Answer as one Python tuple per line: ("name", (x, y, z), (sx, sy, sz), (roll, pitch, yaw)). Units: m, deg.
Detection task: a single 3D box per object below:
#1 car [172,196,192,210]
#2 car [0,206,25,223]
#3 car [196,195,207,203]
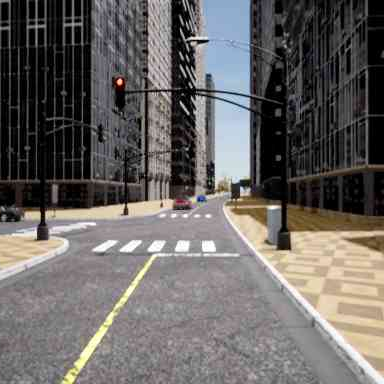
("car", (-1.201, 1.262, 41.426), (2.097, 1.767, 4.553), (0, 0, 5))
("car", (-16.451, 1.842, 28.238), (4.403, 1.369, 2.008), (-1, 1, 10))
("car", (1.969, 1.365, 68.210), (1.882, 1.535, 5.008), (0, 1, 8))
